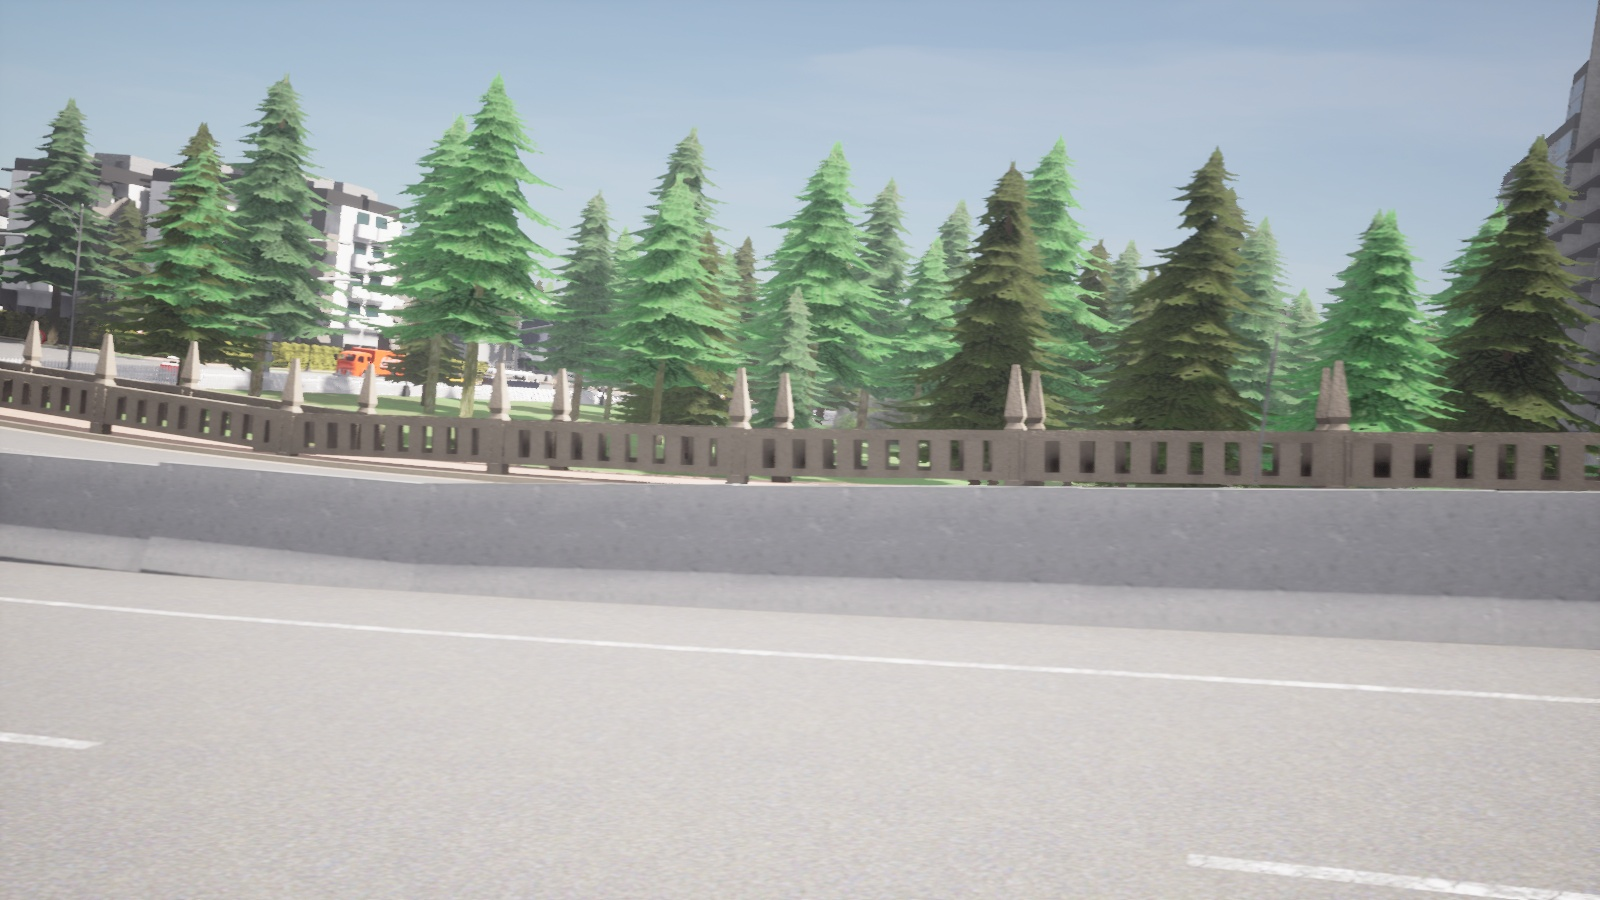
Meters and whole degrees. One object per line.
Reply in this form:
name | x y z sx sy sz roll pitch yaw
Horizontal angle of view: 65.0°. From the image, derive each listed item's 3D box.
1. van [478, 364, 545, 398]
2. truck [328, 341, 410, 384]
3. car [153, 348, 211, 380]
van | -21.945 -5.242 95.636 2.069 2.038 4.480 10 4 37
truck | -30.685 -6.200 89.541 2.627 2.467 5.204 8 3 20
car | -32.183 -4.470 65.418 1.481 1.376 2.207 8 4 20
